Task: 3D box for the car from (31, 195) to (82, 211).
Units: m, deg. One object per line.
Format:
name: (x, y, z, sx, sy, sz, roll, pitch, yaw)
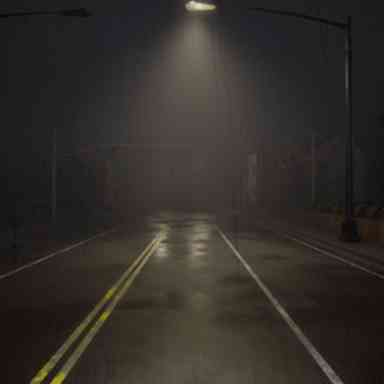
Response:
car: (-15.419, 1.130, 37.728, 5.357, 1.411, 2.033, -11, 0, -1)
